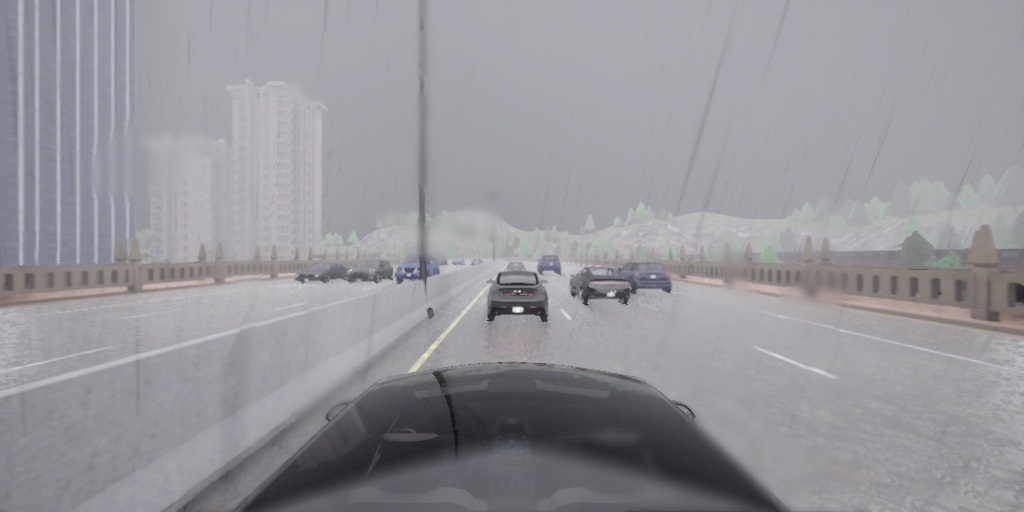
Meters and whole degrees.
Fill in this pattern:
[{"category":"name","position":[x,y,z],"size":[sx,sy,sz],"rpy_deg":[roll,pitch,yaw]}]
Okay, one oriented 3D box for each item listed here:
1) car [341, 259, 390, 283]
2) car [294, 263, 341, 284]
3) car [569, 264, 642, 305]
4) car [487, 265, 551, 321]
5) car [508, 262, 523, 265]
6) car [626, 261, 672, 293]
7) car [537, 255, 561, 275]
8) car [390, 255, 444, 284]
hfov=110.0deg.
[{"category":"car","position":[-10.404,1.046,26.629],"size":[2.097,1.767,4.553],"rpy_deg":[0,0,1]},{"category":"car","position":[-13.904,1.239,26.905],"size":[2.033,1.411,5.357],"rpy_deg":[0,0,1]},{"category":"car","position":[3.705,1.217,15.797],"size":[2.128,1.511,4.902],"rpy_deg":[0,0,0]},{"category":"car","position":[0.179,1.234,12.380],"size":[1.837,1.490,4.892],"rpy_deg":[0,0,0]},{"category":"car","position":[0.354,1.235,33.752],"size":[2.033,1.411,5.357],"rpy_deg":[0,0,0]},{"category":"car","position":[7.244,1.071,20.484],"size":[2.097,1.767,4.553],"rpy_deg":[0,0,0]},{"category":"car","position":[3.891,0.904,38.091],"size":[2.150,2.045,5.566],"rpy_deg":[0,0,0]},{"category":"car","position":[-6.903,0.917,26.869],"size":[2.150,2.045,5.566],"rpy_deg":[0,0,1]}]
